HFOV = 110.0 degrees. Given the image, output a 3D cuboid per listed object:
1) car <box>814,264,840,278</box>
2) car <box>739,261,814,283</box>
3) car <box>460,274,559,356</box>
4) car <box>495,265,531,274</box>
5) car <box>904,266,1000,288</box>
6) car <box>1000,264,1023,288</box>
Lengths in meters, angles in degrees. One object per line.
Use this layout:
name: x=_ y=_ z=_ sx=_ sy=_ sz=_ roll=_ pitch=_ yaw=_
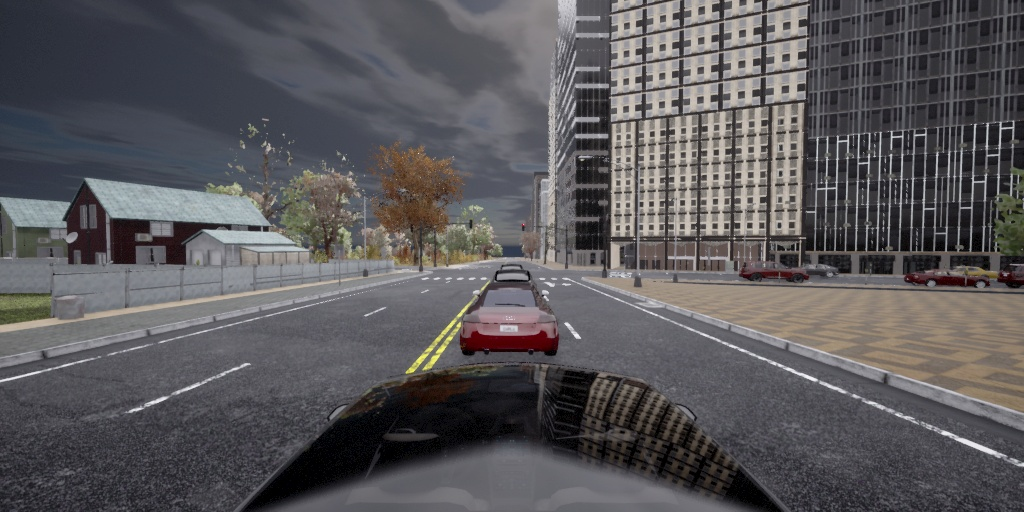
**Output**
car: x=31.007 y=1.469 z=37.171 sx=4.403 sy=1.370 sz=2.007 roll=0 pitch=0 yaw=20
car: x=22.980 y=1.394 z=31.714 sx=5.009 sy=1.841 sz=2.192 roll=0 pitch=0 yaw=20
car: x=-0.032 y=1.311 z=8.642 sx=1.994 sy=1.385 sz=4.181 roll=0 pitch=0 yaw=1
car: x=0.030 y=1.251 z=14.027 sx=1.837 sy=1.490 sz=4.892 roll=0 pitch=0 yaw=0
car: x=33.631 y=1.715 z=27.828 sx=4.507 sy=1.381 sz=1.888 roll=0 pitch=0 yaw=20
car: x=38.956 y=1.530 z=25.885 sx=5.009 sy=1.841 sz=2.192 roll=0 pitch=0 yaw=20
